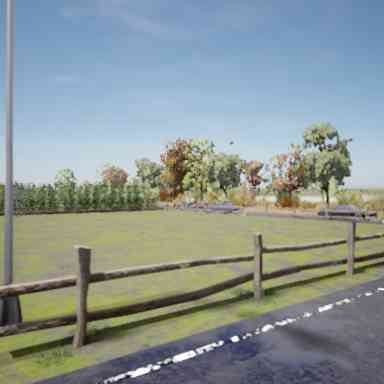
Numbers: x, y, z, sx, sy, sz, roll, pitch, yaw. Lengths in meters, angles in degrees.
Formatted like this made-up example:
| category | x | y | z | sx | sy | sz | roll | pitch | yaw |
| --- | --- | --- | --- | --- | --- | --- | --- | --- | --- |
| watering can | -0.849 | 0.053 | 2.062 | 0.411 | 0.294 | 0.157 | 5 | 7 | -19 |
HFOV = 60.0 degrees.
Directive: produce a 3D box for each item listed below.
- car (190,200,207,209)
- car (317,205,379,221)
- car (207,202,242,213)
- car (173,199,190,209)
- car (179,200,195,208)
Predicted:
| category | x | y | z | sx | sy | sz | roll | pitch | yaw |
| --- | --- | --- | --- | --- | --- | --- | --- | --- | --- |
| car | 1.627 | 2.305 | 60.209 | 1.812 | 1.442 | 4.674 | 0 | -1 | -17 |
| car | 14.696 | 1.913 | 31.707 | 2.033 | 1.411 | 5.357 | 0 | -1 | -35 |
| car | 4.744 | 2.156 | 46.405 | 2.033 | 1.411 | 5.357 | 0 | -1 | -31 |
| car | -2.058 | 2.100 | 61.968 | 2.097 | 1.767 | 4.553 | 0 | -1 | -15 |
| car | -1.033 | 2.389 | 69.486 | 2.128 | 1.511 | 4.902 | 0 | -1 | -16 |
